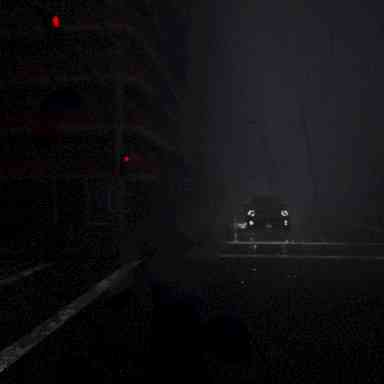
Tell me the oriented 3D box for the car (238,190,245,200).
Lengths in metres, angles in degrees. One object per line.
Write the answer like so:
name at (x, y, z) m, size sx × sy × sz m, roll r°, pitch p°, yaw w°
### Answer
car at (6.525, 0.774, 38.336) m, size 2.128 × 1.511 × 4.902 m, roll -1°, pitch 1°, yaw 7°

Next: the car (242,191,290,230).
car at (3.948, 1.002, 17.993) m, size 2.097 × 1.767 × 4.553 m, roll -1°, pitch 1°, yaw 8°

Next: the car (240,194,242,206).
car at (5.223, 1.071, 27.949) m, size 1.895 × 1.301 × 4.718 m, roll -1°, pitch 1°, yaw 7°

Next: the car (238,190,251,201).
car at (8.512, 0.518, 53.763) m, size 1.882 × 1.535 × 5.008 m, roll -1°, pitch 1°, yaw 7°
